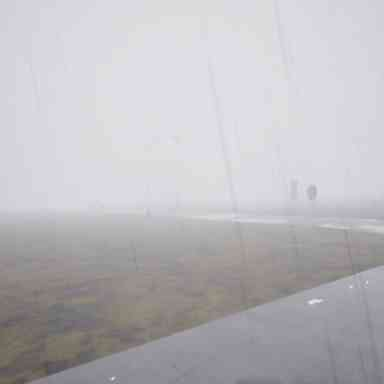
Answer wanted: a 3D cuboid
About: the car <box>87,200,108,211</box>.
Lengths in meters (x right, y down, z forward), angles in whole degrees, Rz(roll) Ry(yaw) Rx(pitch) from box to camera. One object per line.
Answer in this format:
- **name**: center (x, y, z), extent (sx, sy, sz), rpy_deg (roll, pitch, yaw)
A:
- **car**: center (-14.949, 2.015, 52.671), extent (2.097, 1.767, 4.553), rpy_deg (-1, -1, -36)
